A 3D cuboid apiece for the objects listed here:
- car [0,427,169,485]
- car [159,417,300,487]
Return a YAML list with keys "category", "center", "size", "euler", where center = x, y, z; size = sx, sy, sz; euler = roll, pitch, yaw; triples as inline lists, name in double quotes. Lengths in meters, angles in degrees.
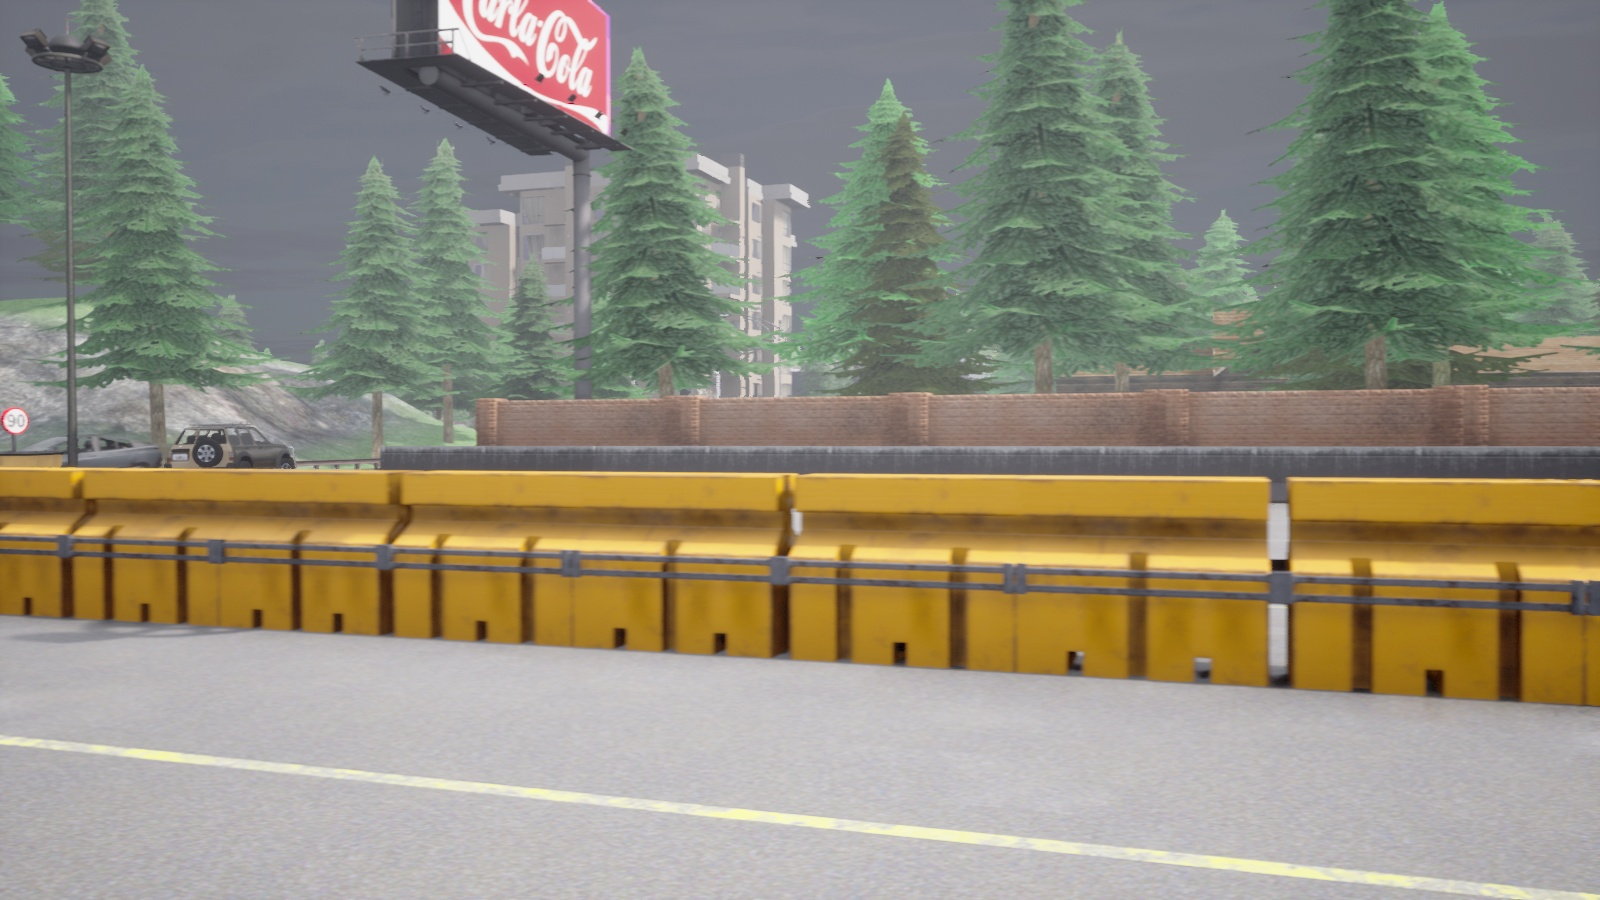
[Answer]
- category: "car"
  center: [-20.758, 0.122, 35.830]
  size: [2.007, 1.525, 4.514]
  euler: [1, 1, 33]
- category: "car"
  center: [-16.172, 0.007, 35.876]
  size: [1.932, 1.855, 4.605]
  euler: [-1, 1, -1]
